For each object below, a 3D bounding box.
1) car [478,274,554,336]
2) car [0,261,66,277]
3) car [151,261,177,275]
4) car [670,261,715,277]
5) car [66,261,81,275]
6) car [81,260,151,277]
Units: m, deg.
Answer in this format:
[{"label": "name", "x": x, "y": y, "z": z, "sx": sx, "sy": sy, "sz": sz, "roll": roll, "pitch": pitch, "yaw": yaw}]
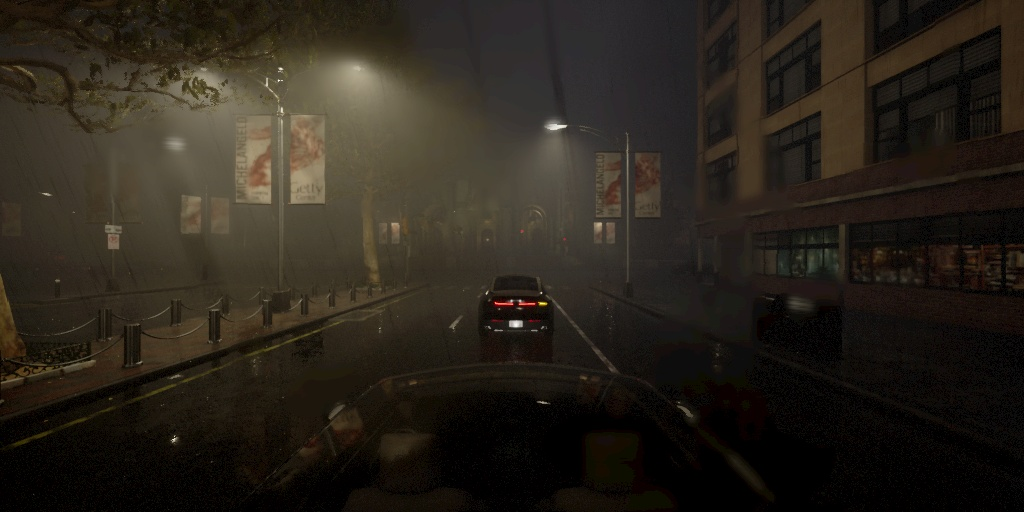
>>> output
[{"label": "car", "x": 0.122, "y": 1.255, "z": 10.365, "sx": 1.837, "sy": 1.490, "sz": 4.892, "roll": 0, "pitch": 0, "yaw": 1}, {"label": "car", "x": -47.267, "y": 1.255, "z": 34.907, "sx": 4.892, "sy": 1.490, "sz": 1.837, "roll": 0, "pitch": 0, "yaw": -1}, {"label": "car", "x": -38.903, "y": 1.228, "z": 38.383, "sx": 5.008, "sy": 1.535, "sz": 1.882, "roll": 0, "pitch": 0, "yaw": 0}, {"label": "car", "x": 17.803, "y": 1.227, "z": 34.226, "sx": 5.008, "sy": 1.535, "sz": 1.882, "roll": 0, "pitch": 0, "yaw": 1}, {"label": "car", "x": -48.153, "y": 1.241, "z": 38.414, "sx": 4.902, "sy": 1.511, "sz": 2.128, "roll": 0, "pitch": 0, "yaw": 0}, {"label": "car", "x": -38.407, "y": 1.314, "z": 34.877, "sx": 4.181, "sy": 1.385, "sz": 1.994, "roll": 0, "pitch": 0, "yaw": 0}]
